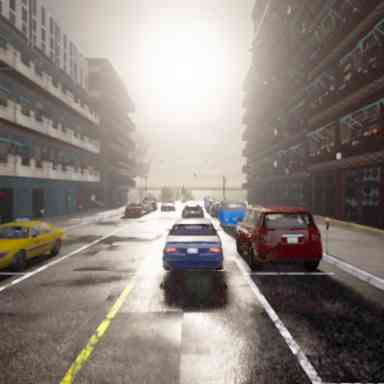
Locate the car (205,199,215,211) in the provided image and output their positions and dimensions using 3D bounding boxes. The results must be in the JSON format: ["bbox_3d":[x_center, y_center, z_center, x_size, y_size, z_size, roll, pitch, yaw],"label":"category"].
[{"bbox_3d":[2.671,1.714,33.876,2.008,1.369,4.403,-1,0,0],"label":"car"}]

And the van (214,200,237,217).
[{"bbox_3d":[2.671,1.453,22.546,1.690,1.788,3.998,-1,0,0],"label":"van"}]

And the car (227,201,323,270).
[{"bbox_3d":[2.672,1.373,11.217,2.192,1.841,5.009,-1,0,0],"label":"car"}]

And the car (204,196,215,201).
[{"bbox_3d":[2.669,1.627,39.542,1.967,1.590,4.097,-1,0,0],"label":"car"}]

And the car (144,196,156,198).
[{"bbox_3d":[-5.714,1.525,45.156,2.192,1.841,5.009,-1,0,0],"label":"car"}]

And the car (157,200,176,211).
[{"bbox_3d":[-3.108,1.751,43.732,2.033,1.411,5.357,0,0,0],"label":"car"}]

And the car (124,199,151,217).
[{"bbox_3d":[-5.709,1.707,33.825,1.887,1.381,4.507,-1,0,0],"label":"car"}]

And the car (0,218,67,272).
[{"bbox_3d":[-5.705,1.581,10.993,1.752,1.417,4.829,-1,0,0],"label":"car"}]

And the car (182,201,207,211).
[{"bbox_3d":[0.067,1.711,30.426,1.994,1.385,4.181,0,0,0],"label":"car"}]

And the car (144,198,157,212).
[{"bbox_3d":[-5.710,1.737,39.490,2.008,1.369,4.403,-1,0,0],"label":"car"}]

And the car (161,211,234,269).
[{"bbox_3d":[0.041,1.605,11.287,2.033,1.411,5.357,0,0,1],"label":"car"}]

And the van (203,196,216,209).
[{"bbox_3d":[2.665,1.573,50.871,1.690,1.788,3.998,-1,0,0],"label":"van"}]
